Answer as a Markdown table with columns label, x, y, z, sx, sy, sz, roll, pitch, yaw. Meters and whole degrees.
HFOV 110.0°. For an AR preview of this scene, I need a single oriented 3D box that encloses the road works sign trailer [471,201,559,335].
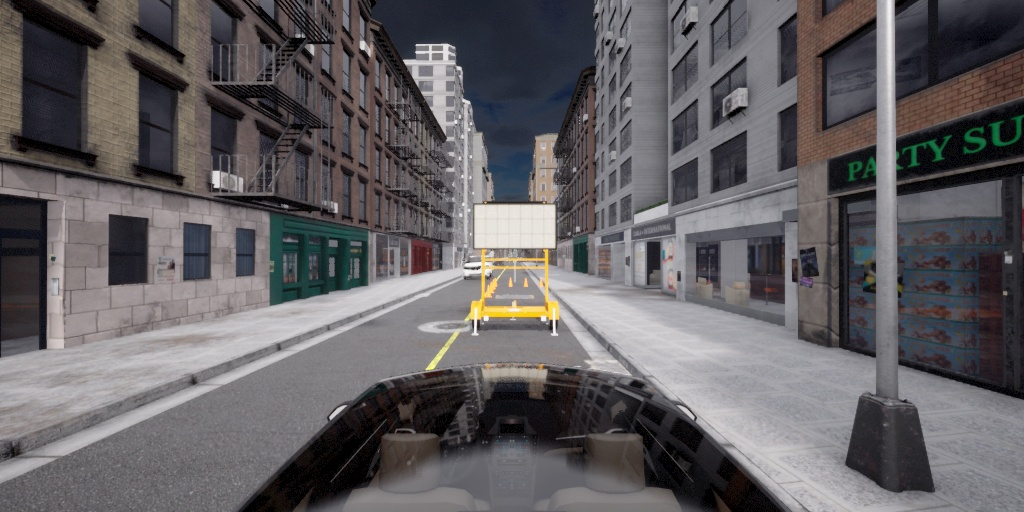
| label | x | y | z | sx | sy | sz | roll | pitch | yaw |
| --- | --- | --- | --- | --- | --- | --- | --- | --- | --- |
| road works sign trailer | 0.085 | 0.214 | 10.442 | 2.380 | 3.560 | 2.880 | 0 | 0 | 1 |

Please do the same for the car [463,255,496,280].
| label | x | y | z | sx | sy | sz | roll | pitch | yaw |
| --- | --- | --- | --- | --- | --- | --- | --- | --- | --- |
| car | -2.860 | 0.965 | 31.054 | 2.150 | 2.045 | 5.566 | 0 | 0 | 0 |
